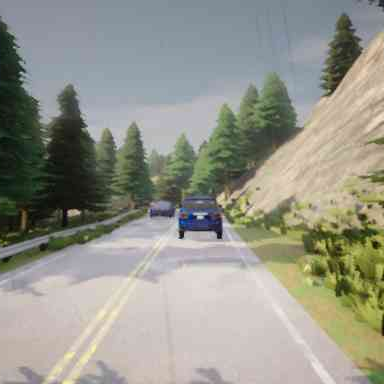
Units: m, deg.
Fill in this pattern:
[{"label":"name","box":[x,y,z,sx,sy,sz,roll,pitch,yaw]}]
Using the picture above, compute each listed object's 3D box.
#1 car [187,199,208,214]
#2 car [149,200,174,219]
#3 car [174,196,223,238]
[{"label":"car","box":[0.584,1.588,36.938,1.812,1.442,4.674,1,0,-5]},{"label":"car","box":[-2.608,1.523,29.672,1.882,1.535,5.008,0,0,1]},{"label":"car","box":[0.457,1.242,17.881,2.150,2.045,5.566,0,0,1]}]
